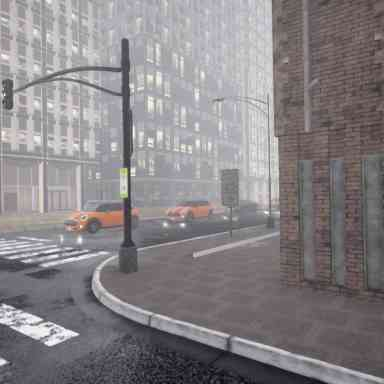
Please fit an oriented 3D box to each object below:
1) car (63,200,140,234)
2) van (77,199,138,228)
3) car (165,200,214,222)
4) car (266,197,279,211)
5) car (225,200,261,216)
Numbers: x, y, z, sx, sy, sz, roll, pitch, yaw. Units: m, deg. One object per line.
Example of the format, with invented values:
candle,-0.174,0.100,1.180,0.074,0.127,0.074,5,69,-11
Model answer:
car,-5.335,1.416,19.892,2.097,1.767,4.553,-1,-1,37
van,-5.894,1.460,23.492,1.690,1.788,3.998,-2,-1,36
car,-0.128,1.432,27.047,2.097,1.767,4.553,-1,-1,36
car,11.094,1.471,42.521,2.097,1.767,4.553,-1,-1,36
car,5.151,1.590,34.341,2.128,1.511,4.902,-1,-1,36
